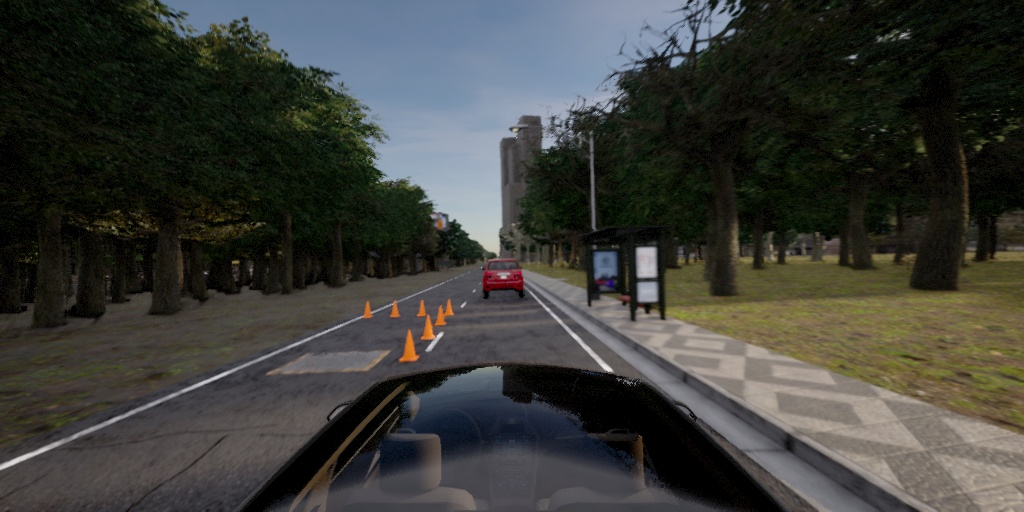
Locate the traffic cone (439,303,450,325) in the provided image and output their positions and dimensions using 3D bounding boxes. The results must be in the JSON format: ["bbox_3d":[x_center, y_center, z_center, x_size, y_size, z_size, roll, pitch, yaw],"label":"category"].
[{"bbox_3d":[-2.258,1.867,11.394,0.340,0.580,0.340,0,0,-2],"label":"traffic cone"}]

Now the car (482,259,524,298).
[{"bbox_3d":[-0.530,1.190,20.688,2.150,2.045,5.566,-1,-1,-2],"label":"car"}]

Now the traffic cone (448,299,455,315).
[{"bbox_3d":[-2.335,1.891,13.393,0.340,0.580,0.340,0,0,-2],"label":"traffic cone"}]

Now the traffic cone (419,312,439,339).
[{"bbox_3d":[-2.180,1.843,9.396,0.340,0.580,0.340,0,0,-2],"label":"traffic cone"}]

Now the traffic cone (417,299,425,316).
[{"bbox_3d":[-3.334,1.916,13.354,0.340,0.580,0.340,0,0,-2],"label":"traffic cone"}]

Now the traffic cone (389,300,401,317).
[{"bbox_3d":[-4.333,1.941,13.315,0.340,0.580,0.340,0,0,-2],"label":"traffic cone"}]

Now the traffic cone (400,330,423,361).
[{"bbox_3d":[-2.103,1.820,7.397,0.340,0.580,0.340,0,0,-2],"label":"traffic cone"}]

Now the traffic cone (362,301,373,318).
[{"bbox_3d":[-5.332,1.966,13.276,0.340,0.580,0.340,0,0,-2],"label":"traffic cone"}]
